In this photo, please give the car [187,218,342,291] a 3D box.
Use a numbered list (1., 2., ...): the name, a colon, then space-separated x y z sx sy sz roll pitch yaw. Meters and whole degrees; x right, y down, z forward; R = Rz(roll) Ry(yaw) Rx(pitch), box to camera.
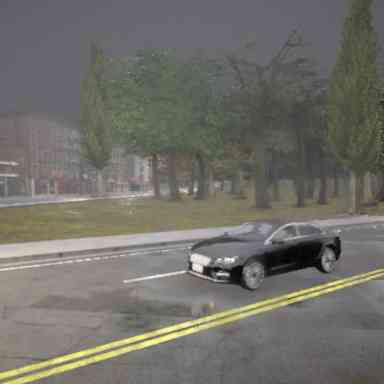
1. car: 2.139 1.501 9.136 4.902 1.511 2.128 0 0 -35
